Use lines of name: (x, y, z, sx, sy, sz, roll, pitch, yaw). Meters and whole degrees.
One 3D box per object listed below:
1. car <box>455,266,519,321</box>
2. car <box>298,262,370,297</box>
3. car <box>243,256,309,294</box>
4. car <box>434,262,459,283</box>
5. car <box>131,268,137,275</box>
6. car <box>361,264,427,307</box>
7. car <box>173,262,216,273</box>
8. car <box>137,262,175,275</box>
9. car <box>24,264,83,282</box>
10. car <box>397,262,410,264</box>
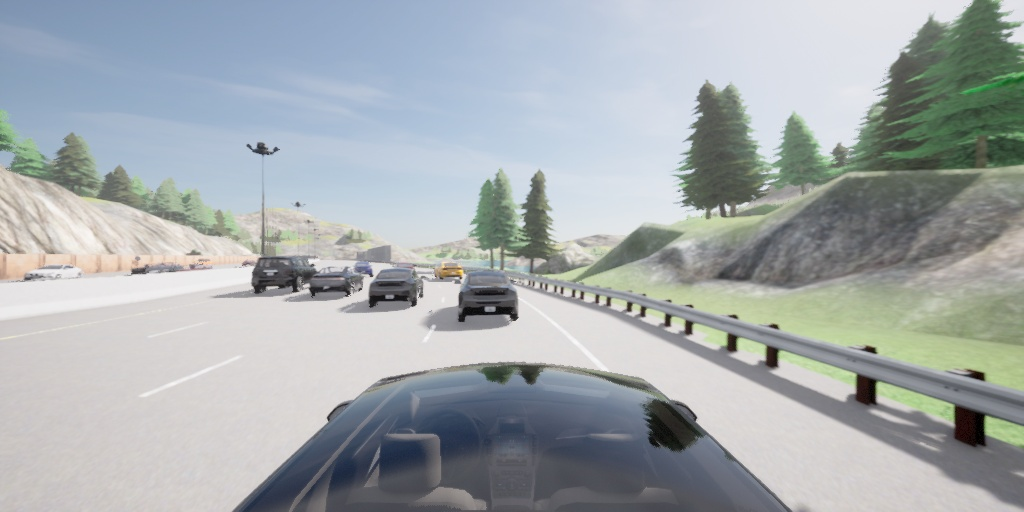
car: (-0.932, 1.258, 12.531, 1.837, 1.490, 4.892, 0, 0, -8)
car: (-9.218, 1.282, 19.169, 2.128, 1.511, 4.902, 0, 0, -12)
car: (-13.260, 1.030, 21.258, 2.150, 2.045, 5.566, 0, 0, -15)
car: (-5.653, 1.250, 31.644, 1.882, 1.535, 5.008, 0, 0, -20)
car: (-40.593, 1.533, 40.372, 1.895, 1.301, 4.718, 0, 0, -26)
car: (-4.952, 1.276, 15.771, 1.837, 1.490, 4.892, 0, 0, -9)
car: (-29.429, 1.482, 33.663, 1.895, 1.301, 4.718, 0, 0, -26)
car: (-34.248, 1.394, 35.496, 2.128, 1.511, 4.902, 0, 0, -26)
car: (-40.085, 1.456, 31.535, 1.812, 1.442, 4.674, 0, 0, -26)
car: (-10.268, 1.319, 33.887, 1.812, 1.442, 4.674, 0, 0, -22)
